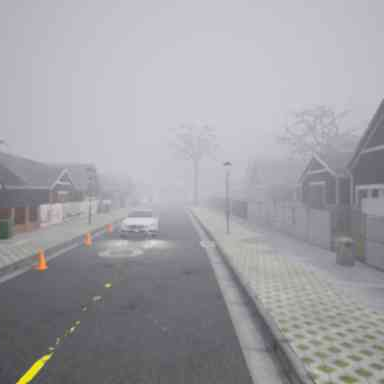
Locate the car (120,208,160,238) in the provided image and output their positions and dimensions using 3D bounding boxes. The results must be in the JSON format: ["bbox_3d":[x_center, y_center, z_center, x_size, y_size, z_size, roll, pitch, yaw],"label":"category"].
[{"bbox_3d":[-2.837,1.660,18.816,1.812,1.442,4.674,0,0,-2],"label":"car"}]

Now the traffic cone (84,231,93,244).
[{"bbox_3d":[-4.717,2.066,15.129,0.340,0.580,0.340,0,0,-2],"label":"traffic cone"}]

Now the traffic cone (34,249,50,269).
[{"bbox_3d":[-4.585,2.030,10.155,0.340,0.580,0.340,0,0,-1],"label":"traffic cone"}]
